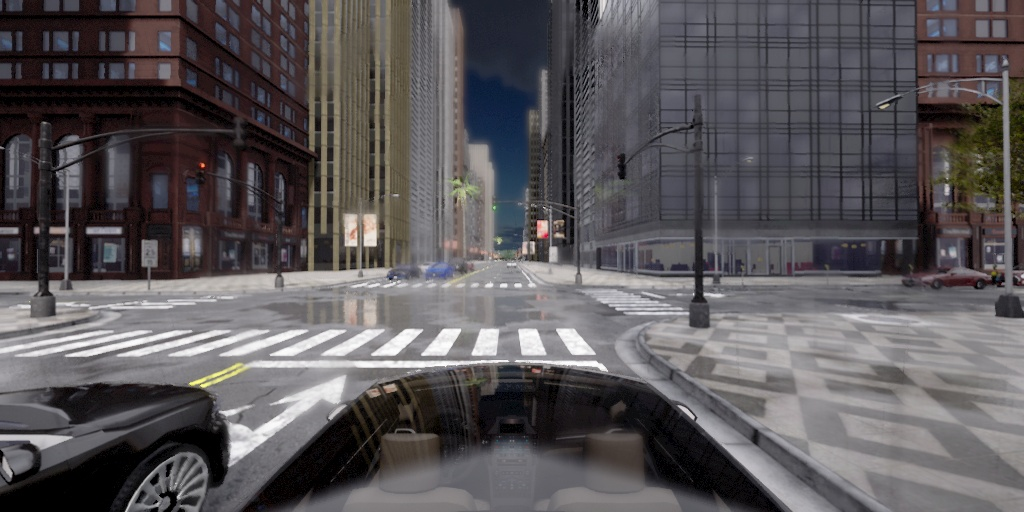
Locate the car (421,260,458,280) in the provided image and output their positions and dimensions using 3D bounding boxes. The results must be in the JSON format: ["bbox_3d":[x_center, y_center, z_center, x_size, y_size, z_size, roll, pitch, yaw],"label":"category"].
[{"bbox_3d":[-6.643,1.395,33.424,1.882,1.535,5.008,0,0,2],"label":"car"}]

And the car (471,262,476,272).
[{"bbox_3d":[-6.656,1.581,53.822,1.812,1.442,4.674,0,0,0],"label":"car"}]

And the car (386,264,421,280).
[{"bbox_3d":[-9.862,1.464,33.394,2.033,1.411,5.357,0,0,3],"label":"car"}]

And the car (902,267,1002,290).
[{"bbox_3d":[26.436,1.340,21.868,4.207,1.307,1.802,0,0,-1],"label":"car"}]

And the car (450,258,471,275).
[{"bbox_3d":[-6.658,1.204,43.533,2.150,2.045,5.566,0,0,0],"label":"car"}]

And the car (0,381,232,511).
[{"bbox_3d":[-3.138,1.239,0.876,2.128,1.511,4.902,0,0,-1],"label":"car"}]

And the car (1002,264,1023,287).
[{"bbox_3d":[32.074,1.182,21.964,4.097,1.591,1.967,0,0,-1],"label":"car"}]
